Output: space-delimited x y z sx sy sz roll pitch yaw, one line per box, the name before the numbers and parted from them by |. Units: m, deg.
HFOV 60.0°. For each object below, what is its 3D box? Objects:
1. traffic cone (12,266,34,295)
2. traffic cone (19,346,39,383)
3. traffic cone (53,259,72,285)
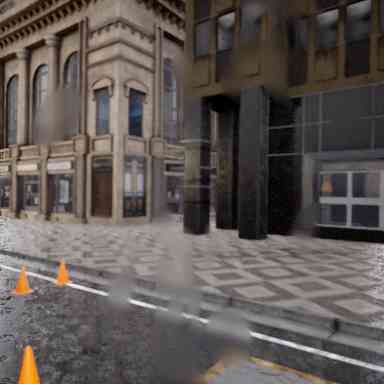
traffic cone | -3.847 1.987 7.574 0.340 0.580 0.340 0 0 36
traffic cone | -1.773 1.972 3.611 0.340 0.580 0.340 0 0 36
traffic cone | -3.261 1.993 8.385 0.340 0.580 0.340 0 0 36
